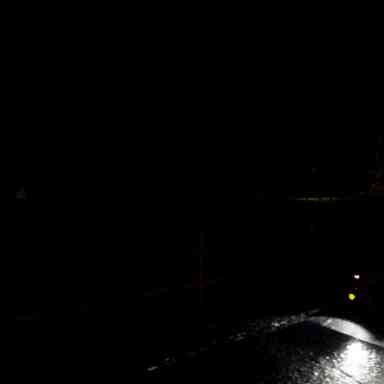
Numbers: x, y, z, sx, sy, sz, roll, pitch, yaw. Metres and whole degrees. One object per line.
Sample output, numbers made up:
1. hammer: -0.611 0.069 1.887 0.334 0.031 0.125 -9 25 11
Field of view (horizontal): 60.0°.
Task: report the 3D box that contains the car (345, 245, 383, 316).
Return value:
1. car: 4.896 1.558 6.549 4.181 1.385 1.994 0 0 -35
